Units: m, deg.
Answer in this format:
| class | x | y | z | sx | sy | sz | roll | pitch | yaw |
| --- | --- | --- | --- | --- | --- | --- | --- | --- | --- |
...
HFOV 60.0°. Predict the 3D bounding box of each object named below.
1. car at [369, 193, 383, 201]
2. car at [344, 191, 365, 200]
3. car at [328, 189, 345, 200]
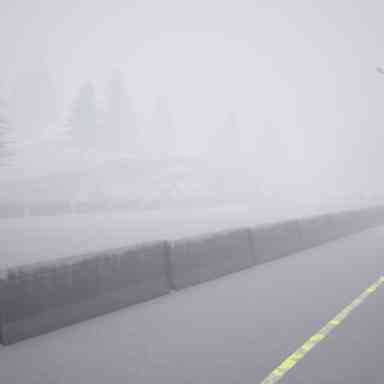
| class | x | y | z | sx | sy | sz | roll | pitch | yaw |
| --- | --- | --- | --- | --- | --- | --- | --- | --- | --- |
| car | 33.952 | 0.851 | 60.854 | 2.033 | 1.411 | 5.357 | 1 | 2 | 41 |
| car | 31.305 | 0.781 | 63.142 | 2.128 | 1.511 | 4.902 | 1 | 2 | 41 |
| car | 28.638 | 0.425 | 65.401 | 2.150 | 2.045 | 5.566 | 1 | 2 | 41 |
